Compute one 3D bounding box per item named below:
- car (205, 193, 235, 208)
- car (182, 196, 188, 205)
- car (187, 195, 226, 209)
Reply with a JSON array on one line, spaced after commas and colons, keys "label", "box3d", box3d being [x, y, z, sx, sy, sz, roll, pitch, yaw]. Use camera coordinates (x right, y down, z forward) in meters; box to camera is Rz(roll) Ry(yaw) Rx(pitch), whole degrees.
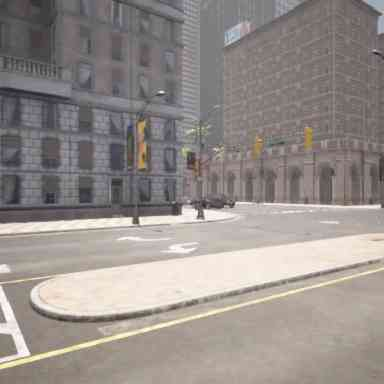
[{"label": "car", "box3d": [3.825, 1.221, 47.901, 2.150, 2.045, 5.566, 0, 0, -35]}, {"label": "car", "box3d": [-1.804, 1.490, 56.211, 2.128, 1.511, 4.902, 0, 0, -34]}, {"label": "car", "box3d": [1.850, 1.478, 44.629, 1.882, 1.535, 5.008, 0, 0, -35]}]
